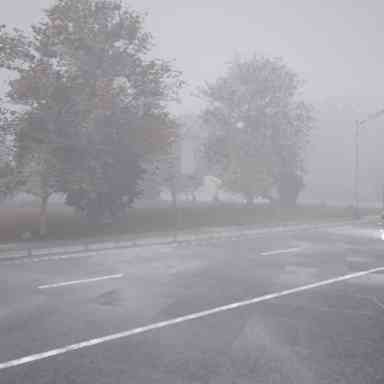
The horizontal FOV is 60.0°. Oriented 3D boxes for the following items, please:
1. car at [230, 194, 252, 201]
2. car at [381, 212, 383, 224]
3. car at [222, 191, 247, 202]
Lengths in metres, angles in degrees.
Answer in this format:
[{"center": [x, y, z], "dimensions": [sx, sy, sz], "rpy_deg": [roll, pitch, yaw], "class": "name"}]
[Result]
[{"center": [10.403, 1.162, 70.715], "dimensions": [1.812, 1.442, 4.674], "rpy_deg": [-1, 0, -35], "class": "car"}, {"center": [14.221, 1.398, 21.535], "dimensions": [4.902, 1.511, 2.128], "rpy_deg": [0, 0, -32], "class": "car"}, {"center": [8.360, 0.899, 67.528], "dimensions": [2.150, 2.045, 5.566], "rpy_deg": [-1, 1, -35], "class": "car"}]
